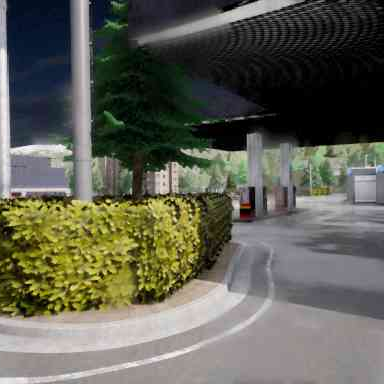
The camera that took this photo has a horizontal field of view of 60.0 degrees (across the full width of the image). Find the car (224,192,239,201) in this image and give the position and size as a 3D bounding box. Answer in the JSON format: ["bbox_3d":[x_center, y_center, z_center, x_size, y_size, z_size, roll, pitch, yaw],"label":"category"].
[{"bbox_3d":[7.439,0.851,63.912,5.027,1.636,2.152,-1,1,35],"label":"car"}]

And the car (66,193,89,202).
[{"bbox_3d":[-22.891,1.103,66.488,4.605,1.855,1.932,-1,1,35],"label":"car"}]

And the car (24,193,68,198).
[{"bbox_3d":[-14.770,1.183,33.590,3.866,1.878,1.905,-1,1,35],"label":"car"}]

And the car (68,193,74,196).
[{"bbox_3d":[-24.237,1.124,63.879,3.866,1.878,1.905,-1,1,35],"label":"car"}]

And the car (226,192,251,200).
[{"bbox_3d":[9.212,0.812,66.501,4.514,1.523,2.007,-1,1,35],"label":"car"}]
